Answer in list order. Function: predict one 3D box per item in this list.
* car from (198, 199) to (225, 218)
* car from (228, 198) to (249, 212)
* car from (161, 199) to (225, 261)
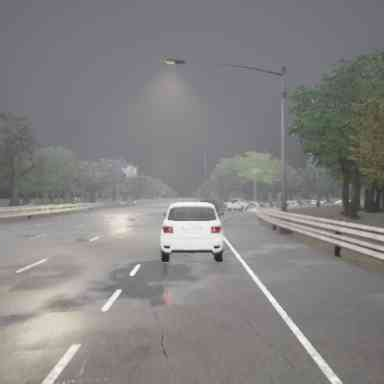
[{"bbox_3d":[2.346,1.790,37.807,2.150,2.045,5.566,-1,-1,14],"label":"car"},{"bbox_3d":[7.348,2.029,52.699,2.150,2.045,5.566,-1,-1,24],"label":"car"},{"bbox_3d":[0.003,1.423,13.335,2.150,2.045,5.566,0,-1,0],"label":"car"}]
